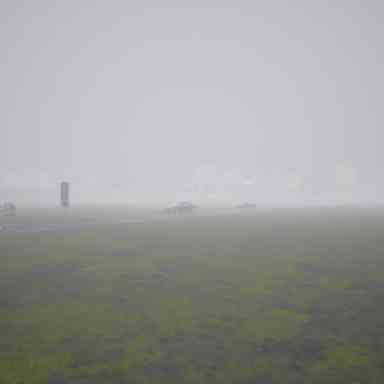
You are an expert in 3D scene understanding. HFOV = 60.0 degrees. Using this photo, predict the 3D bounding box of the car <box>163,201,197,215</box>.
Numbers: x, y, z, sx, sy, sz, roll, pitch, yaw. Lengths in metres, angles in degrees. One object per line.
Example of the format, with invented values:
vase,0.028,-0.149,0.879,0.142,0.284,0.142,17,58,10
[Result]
car,-1.407,1.818,39.176,1.882,1.535,5.008,-1,-1,35

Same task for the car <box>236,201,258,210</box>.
car,8.834,2.161,53.470,1.895,1.301,4.718,-1,-1,35
